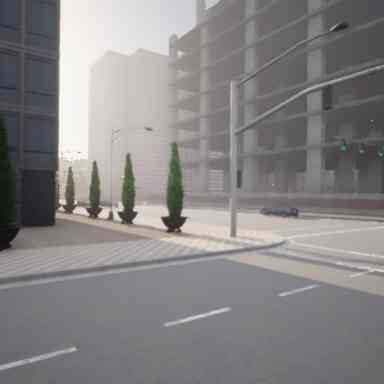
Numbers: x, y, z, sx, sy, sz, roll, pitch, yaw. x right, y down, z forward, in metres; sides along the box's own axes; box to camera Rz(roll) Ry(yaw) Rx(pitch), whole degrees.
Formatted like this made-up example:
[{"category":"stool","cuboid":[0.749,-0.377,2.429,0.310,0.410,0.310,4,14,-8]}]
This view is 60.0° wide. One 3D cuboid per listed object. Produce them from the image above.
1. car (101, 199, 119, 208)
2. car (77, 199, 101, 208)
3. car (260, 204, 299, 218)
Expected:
[{"category":"car","cuboid":[-13.788,1.895,55.318,1.895,1.301,4.718,1,0,-35]},{"category":"car","cuboid":[-17.003,1.802,53.805,2.033,1.411,5.357,1,0,-36]},{"category":"car","cuboid":[9.216,1.924,35.254,1.994,1.385,4.181,1,0,-36]}]
